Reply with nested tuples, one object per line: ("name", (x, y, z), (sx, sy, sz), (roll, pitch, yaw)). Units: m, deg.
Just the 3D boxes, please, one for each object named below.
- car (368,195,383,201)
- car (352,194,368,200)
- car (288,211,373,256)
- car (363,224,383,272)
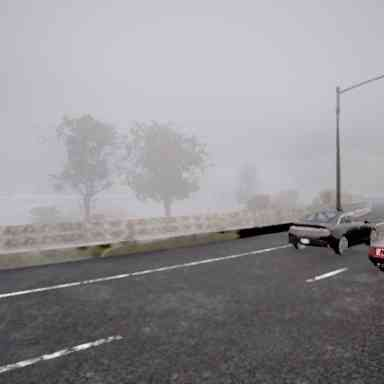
("car", (43.348, 1.488, 80.193), (1.994, 1.385, 4.181), (0, 0, 4))
("car", (39.864, 1.305, 80.530), (2.097, 1.767, 4.553), (0, 0, 4))
("car", (5.750, 1.511, 13.300), (4.902, 1.511, 2.128), (0, 0, -42))
("car", (7.033, 1.606, 9.722), (4.718, 1.301, 1.895), (0, 0, -41))
